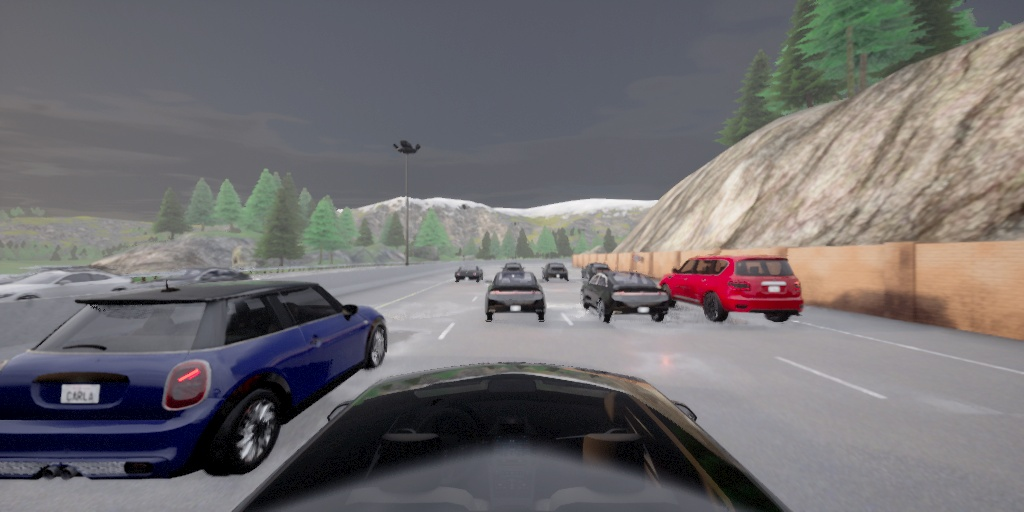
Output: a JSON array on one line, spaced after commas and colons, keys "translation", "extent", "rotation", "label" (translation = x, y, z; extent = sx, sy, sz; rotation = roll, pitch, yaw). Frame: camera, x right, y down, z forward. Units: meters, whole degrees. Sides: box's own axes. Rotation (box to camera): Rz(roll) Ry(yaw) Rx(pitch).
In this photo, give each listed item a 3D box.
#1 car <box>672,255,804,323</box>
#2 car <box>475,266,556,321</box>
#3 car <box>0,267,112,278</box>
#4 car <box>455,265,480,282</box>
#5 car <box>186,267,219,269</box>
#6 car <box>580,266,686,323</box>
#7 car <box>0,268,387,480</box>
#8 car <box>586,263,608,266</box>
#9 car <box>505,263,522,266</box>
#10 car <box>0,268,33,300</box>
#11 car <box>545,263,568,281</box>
[{"translation": [7.098, 0.994, 12.390], "extent": [2.150, 2.045, 5.566], "rotation": [0, 0, 0], "label": "car"}, {"translation": [0.099, 1.264, 12.506], "extent": [2.128, 1.511, 4.902], "rotation": [0, 0, 0], "label": "car"}, {"translation": [-17.546, 1.300, 13.929], "extent": [1.812, 1.442, 4.674], "rotation": [0, 0, 1], "label": "car"}, {"translation": [-3.403, 1.407, 29.209], "extent": [1.895, 1.301, 4.718], "rotation": [0, 0, 0], "label": "car"}, {"translation": [-14.027, 1.272, 16.063], "extent": [2.128, 1.511, 4.902], "rotation": [0, 0, 0], "label": "car"}, {"translation": [3.598, 1.264, 12.227], "extent": [2.128, 1.511, 4.902], "rotation": [0, 0, 0], "label": "car"}, {"translation": [-3.400, 1.109, 4.950], "extent": [2.097, 1.767, 4.553], "rotation": [0, 0, 0], "label": "car"}, {"translation": [7.096, 1.315, 30.402], "extent": [1.837, 1.490, 4.892], "rotation": [0, 0, 0], "label": "car"}, {"translation": [0.095, 1.315, 30.573], "extent": [1.837, 1.490, 4.892], "rotation": [0, 0, 0], "label": "car"}, {"translation": [-24.534, 1.302, 15.325], "extent": [1.812, 1.442, 4.674], "rotation": [0, 0, 0], "label": "car"}, {"translation": [3.597, 1.314, 30.476], "extent": [1.837, 1.490, 4.892], "rotation": [0, 0, 0], "label": "car"}]
